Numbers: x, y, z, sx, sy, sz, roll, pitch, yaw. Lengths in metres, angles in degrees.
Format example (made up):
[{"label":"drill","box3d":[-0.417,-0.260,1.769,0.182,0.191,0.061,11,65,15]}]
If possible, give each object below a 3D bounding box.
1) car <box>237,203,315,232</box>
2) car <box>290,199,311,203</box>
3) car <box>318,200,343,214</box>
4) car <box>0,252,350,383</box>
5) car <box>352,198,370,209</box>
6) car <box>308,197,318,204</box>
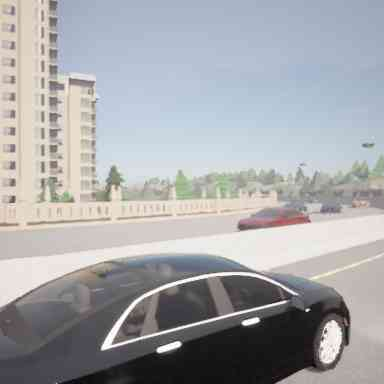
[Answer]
[{"label":"car","box3d":[4.341,1.544,17.282,1.882,1.535,5.008,0,0,45]},{"label":"car","box3d":[11.718,1.763,37.606,1.994,1.385,4.181,0,-1,32]},{"label":"car","box3d":[16.050,1.769,38.042,1.994,1.385,4.181,0,-1,30]},{"label":"car","box3d":[0.029,1.518,4.015,4.892,1.490,1.837,0,0,-37]},{"label":"car","box3d":[26.561,1.684,52.310,2.097,1.767,4.553,0,-1,20]},{"label":"car","box3d":[28.170,1.981,77.520,2.128,1.511,4.902,0,-1,4]}]
